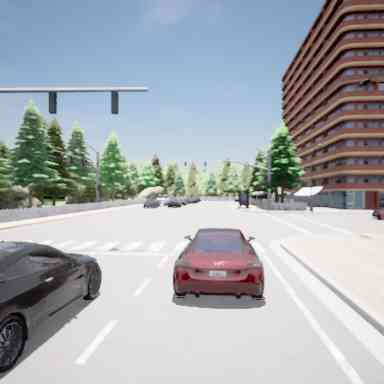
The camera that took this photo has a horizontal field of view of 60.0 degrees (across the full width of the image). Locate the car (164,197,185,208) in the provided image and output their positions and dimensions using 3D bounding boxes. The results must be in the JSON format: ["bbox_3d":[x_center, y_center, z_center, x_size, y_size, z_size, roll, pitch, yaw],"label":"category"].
[{"bbox_3d":[-2.786,1.916,54.341,1.895,1.301,4.718,0,0,5],"label":"car"}]

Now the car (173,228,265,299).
[{"bbox_3d":[0.711,1.617,8.662,1.994,1.385,4.181,0,0,6],"label":"car"}]

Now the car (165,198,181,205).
[{"bbox_3d":[-4.156,1.962,72.775,2.033,1.411,5.357,0,0,13],"label":"car"}]

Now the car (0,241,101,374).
[{"bbox_3d":[-3.086,1.556,5.570,1.812,1.442,4.674,0,0,5],"label":"car"}]

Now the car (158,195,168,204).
[{"bbox_3d":[-5.582,1.582,62.512,2.150,2.045,5.566,0,0,5],"label":"car"}]

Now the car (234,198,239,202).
[{"bbox_3d":[13.486,2.135,90.028,4.718,1.301,1.895,0,0,-41],"label":"car"}]

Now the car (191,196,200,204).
[{"bbox_3d":[-0.205,1.788,74.025,2.097,1.767,4.553,0,0,17],"label":"car"}]

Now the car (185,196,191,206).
[{"bbox_3d":[-1.905,1.920,63.941,2.033,1.411,5.357,0,0,6],"label":"car"}]

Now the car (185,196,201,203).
[{"bbox_3d":[0.234,1.846,84.087,2.097,1.767,4.553,0,0,27],"label":"car"}]

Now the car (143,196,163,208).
[{"bbox_3d":[-6.426,1.808,52.791,1.837,1.490,4.892,0,0,5],"label":"car"}]

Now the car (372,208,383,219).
[{"bbox_3d":[18.465,1.811,29.652,4.181,1.385,1.994,0,0,5],"label":"car"}]
